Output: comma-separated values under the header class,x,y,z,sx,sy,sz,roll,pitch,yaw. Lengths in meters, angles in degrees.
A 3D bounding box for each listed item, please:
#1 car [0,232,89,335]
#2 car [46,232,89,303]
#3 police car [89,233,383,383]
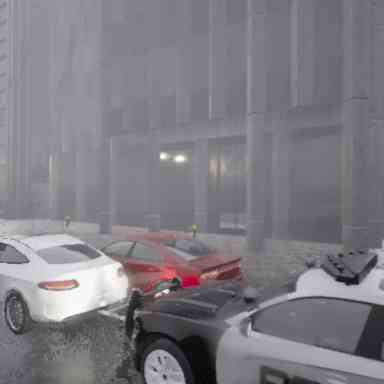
class,x,y,z,sx,sy,sz,roll,pitch,yaw
car,-3.318,1.556,6.747,4.674,1.442,1.812,0,0,36
car,-1.044,1.582,7.400,4.507,1.381,1.887,0,0,36
police car,1.462,1.447,3.305,5.238,1.638,1.930,0,0,36
